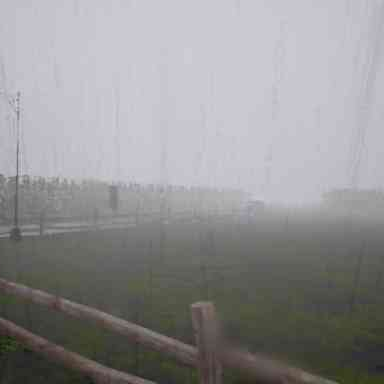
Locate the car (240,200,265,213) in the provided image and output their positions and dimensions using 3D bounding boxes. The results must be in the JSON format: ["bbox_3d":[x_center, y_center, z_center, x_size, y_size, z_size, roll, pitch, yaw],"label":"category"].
[{"bbox_3d":[9.770,2.323,52.977,2.150,2.045,5.566,-1,-2,36],"label":"car"}]
